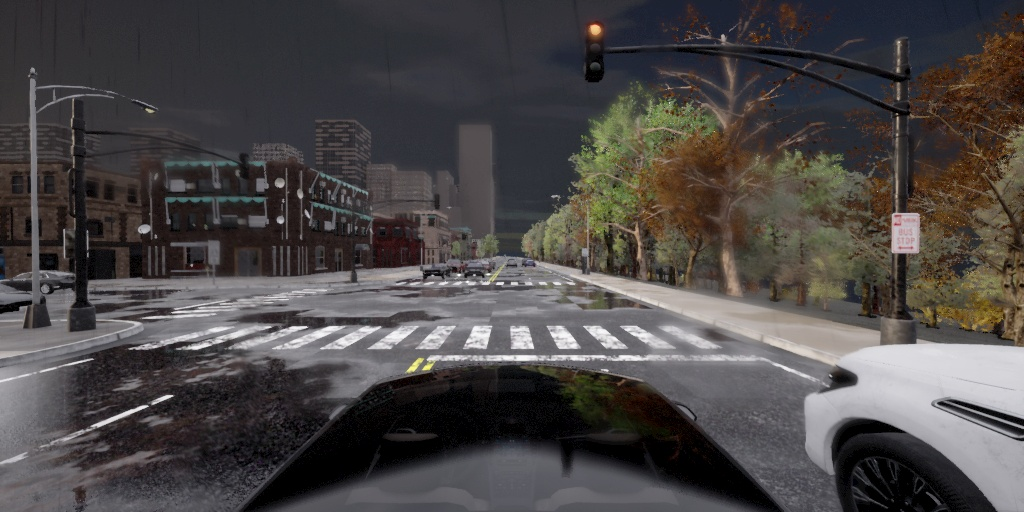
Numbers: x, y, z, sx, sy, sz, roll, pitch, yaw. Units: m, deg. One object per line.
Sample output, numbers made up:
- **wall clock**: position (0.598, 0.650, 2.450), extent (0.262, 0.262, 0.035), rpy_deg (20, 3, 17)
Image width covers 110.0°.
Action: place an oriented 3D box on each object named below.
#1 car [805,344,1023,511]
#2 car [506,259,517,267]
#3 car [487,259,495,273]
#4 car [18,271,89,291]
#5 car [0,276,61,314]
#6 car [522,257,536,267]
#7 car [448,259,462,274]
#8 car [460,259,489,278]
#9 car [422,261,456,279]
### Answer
- **car**: position (3.356, 0.972, 0.374), extent (2.150, 2.045, 5.566), rpy_deg (0, 0, 0)
- **car**: position (-0.054, 1.290, 64.107), extent (1.994, 1.385, 4.181), rpy_deg (0, 0, 0)
- **car**: position (-3.434, 1.261, 43.328), extent (1.812, 1.442, 4.674), rpy_deg (0, 0, 0)
- **car**: position (-28.326, 1.560, 21.616), extent (4.403, 1.370, 2.007), rpy_deg (0, 0, 0)
- **car**: position (-19.973, 1.565, 13.123), extent (4.313, 1.339, 1.948), rpy_deg (0, 0, 0)
- **car**: position (3.204, 1.252, 64.077), extent (1.812, 1.442, 4.674), rpy_deg (0, 0, 0)
- **car**: position (-6.681, 1.089, 41.560), extent (2.097, 1.767, 4.553), rpy_deg (0, 0, 0)
- **car**: position (-3.446, 1.287, 33.865), extent (2.033, 1.411, 5.357), rpy_deg (0, 0, -4)
- **car**: position (-6.678, 1.341, 32.475), extent (1.895, 1.301, 4.718), rpy_deg (0, 0, 0)
